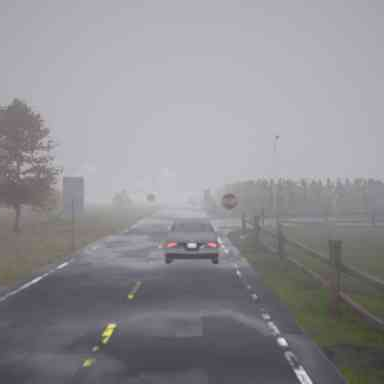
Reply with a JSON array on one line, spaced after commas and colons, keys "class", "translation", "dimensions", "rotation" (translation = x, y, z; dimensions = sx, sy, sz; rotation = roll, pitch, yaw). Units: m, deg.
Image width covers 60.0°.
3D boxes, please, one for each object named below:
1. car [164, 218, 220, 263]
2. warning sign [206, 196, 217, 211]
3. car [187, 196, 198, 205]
[{"class": "car", "translation": [0.010, 1.667, 12.502], "dimensions": [2.033, 1.411, 5.357], "rotation": [0, 0, 0]}, {"class": "warning sign", "translation": [2.441, 1.490, 41.914], "dimensions": [1.300, 1.860, 1.060], "rotation": [0, -1, 0]}, {"class": "car", "translation": [-0.012, 2.171, 74.358], "dimensions": [1.994, 1.385, 4.181], "rotation": [0, 0, 0]}]
